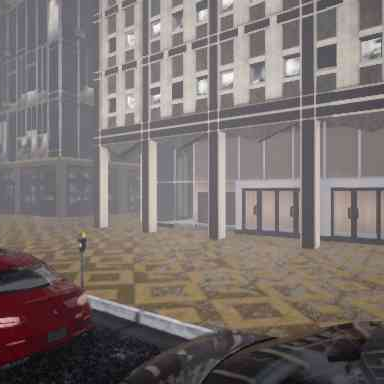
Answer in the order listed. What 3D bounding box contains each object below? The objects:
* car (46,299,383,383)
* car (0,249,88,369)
[{"bbox_3d":[1.273,1.565,1.966,4.313,1.339,1.947,0,0,35],"label":"car"},{"bbox_3d":[-3.327,1.581,5.246,4.206,1.307,1.802,0,0,36],"label":"car"}]
